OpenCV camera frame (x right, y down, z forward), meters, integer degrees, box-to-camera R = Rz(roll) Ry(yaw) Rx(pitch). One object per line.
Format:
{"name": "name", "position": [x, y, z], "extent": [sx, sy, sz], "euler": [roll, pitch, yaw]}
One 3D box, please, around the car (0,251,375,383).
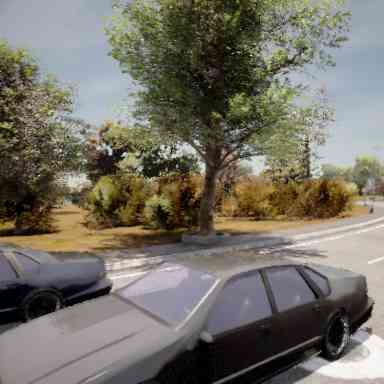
{"name": "car", "position": [0.378, 1.575, 4.405], "extent": [5.357, 1.411, 2.033], "euler": [0, 0, -37]}

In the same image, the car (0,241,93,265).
{"name": "car", "position": [-4.063, 1.574, 5.449], "extent": [5.357, 1.411, 2.033], "euler": [0, 0, -36]}
